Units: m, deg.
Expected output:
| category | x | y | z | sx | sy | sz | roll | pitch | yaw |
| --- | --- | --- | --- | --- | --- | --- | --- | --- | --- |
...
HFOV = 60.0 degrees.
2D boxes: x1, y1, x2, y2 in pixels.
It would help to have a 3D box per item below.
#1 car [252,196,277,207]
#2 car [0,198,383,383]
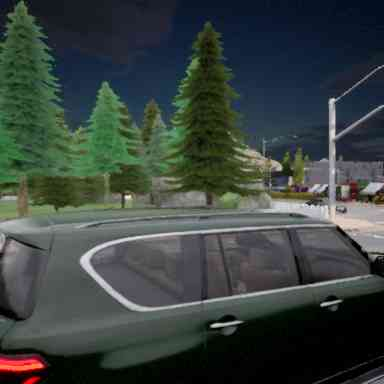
| category | x | y | z | sx | sy | sz | roll | pitch | yaw |
| --- | --- | --- | --- | --- | --- | --- | --- | --- | --- |
| car | 10.225 | 1.304 | 47.228 | 1.895 | 1.301 | 4.718 | 0 | 0 | -10 |
| car | 0.643 | 1.192 | 3.820 | 5.566 | 2.045 | 2.150 | 0 | 0 | -30 |
